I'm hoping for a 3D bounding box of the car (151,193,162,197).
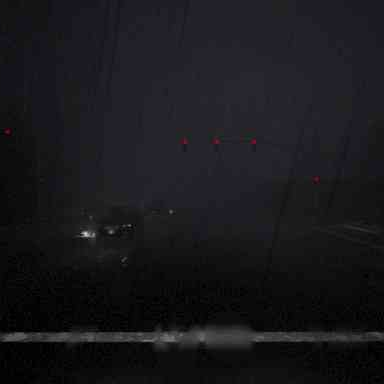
[{"bbox_3d":[-7.021,1.223,67.908,2.150,2.045,5.566,0,0,0],"label":"car"}]

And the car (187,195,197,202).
[{"bbox_3d":[-0.012,1.411,73.795,1.994,1.385,4.181,0,0,0],"label":"car"}]

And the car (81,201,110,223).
[{"bbox_3d":[-7.105,1.511,25.886,2.128,1.511,4.902,0,1,0],"label":"car"}]

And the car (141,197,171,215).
[{"bbox_3d":[-3.605,1.546,34.072,2.033,1.411,5.357,0,0,0],"label":"car"}]

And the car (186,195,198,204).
[{"bbox_3d":[-0.011,1.503,63.685,1.837,1.490,4.892,0,0,0],"label":"car"}]

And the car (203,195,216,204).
[{"bbox_3d":[3.594,1.545,64.152,2.033,1.411,5.357,0,0,0],"label":"car"}]

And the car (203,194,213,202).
[{"bbox_3d":[3.490,1.353,74.375,2.097,1.767,4.553,0,0,0],"label":"car"}]

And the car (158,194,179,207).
[{"bbox_3d":[-3.604,1.489,51.271,2.128,1.511,4.902,0,0,0],"label":"car"}]

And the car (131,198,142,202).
[{"bbox_3d":[-7.108,1.546,43.980,2.033,1.411,5.357,0,0,0],"label":"car"}]

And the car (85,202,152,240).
[{"bbox_3d":[-3.604,1.521,17.290,2.128,1.511,4.902,0,0,0],"label":"car"}]
